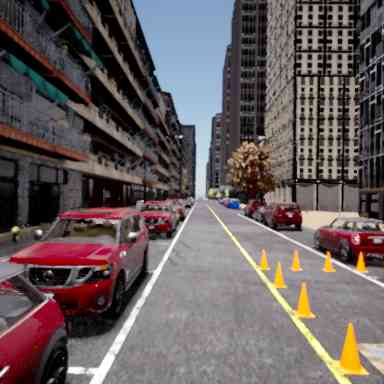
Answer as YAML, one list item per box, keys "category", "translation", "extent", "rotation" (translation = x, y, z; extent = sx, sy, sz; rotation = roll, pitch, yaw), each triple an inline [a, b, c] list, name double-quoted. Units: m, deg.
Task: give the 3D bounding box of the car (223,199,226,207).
- category: "car"
  translation: [7.537, 2.410, 64.074]
  extent: [1.802, 1.307, 4.206]
  rotation: [1, -1, 1]

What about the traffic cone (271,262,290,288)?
- category: "traffic cone"
  translation: [2.203, 2.079, 8.419]
  extent: [0.340, 0.580, 0.340]
  rotation: [1, -1, 1]

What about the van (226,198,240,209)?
- category: "van"
  translation: [7.405, 2.099, 58.414]
  extent: [1.690, 1.788, 3.998]
  rotation: [1, -1, 1]

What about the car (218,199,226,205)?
- category: "car"
  translation: [8.225, 2.758, 92.377]
  extent: [2.008, 1.369, 4.403]
  rotation: [1, -1, 1]

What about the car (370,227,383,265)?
- category: "car"
  translation: [6.158, 1.764, 7.461]
  extent: [1.947, 1.339, 4.313]
  rotation: [2, -1, 1]

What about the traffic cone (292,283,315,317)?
- category: "traffic cone"
  translation: [2.155, 2.060, 6.420]
  extent: [0.340, 0.580, 0.340]
  rotation: [1, -1, 1]

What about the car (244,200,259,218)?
- category: "car"
  translation: [6.854, 1.804, 35.769]
  extent: [2.192, 1.841, 5.009]
  rotation: [1, -1, 1]

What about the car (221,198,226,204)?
- category: "car"
  translation: [7.674, 2.481, 69.733]
  extent: [1.802, 1.307, 4.206]
  rotation: [1, -1, 1]

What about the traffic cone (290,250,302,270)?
- category: "traffic cone"
  translation: [3.251, 2.119, 10.393]
  extent: [0.340, 0.580, 0.340]
  rotation: [1, -1, 1]

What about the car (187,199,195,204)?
- category: "car"
  translation: [-0.288, 2.503, 86.923]
  extent: [2.008, 1.369, 4.403]
  rotation: [1, -1, 1]

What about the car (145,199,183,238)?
- category: "car"
  translation: [-1.935, 1.450, 18.991]
  extent: [2.192, 1.841, 5.009]
  rotation: [2, -1, 1]

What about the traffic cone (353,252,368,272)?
- category: "traffic cone"
  translation: [5.250, 2.161, 10.344]
  extent: [0.340, 0.580, 0.340]
  rotation: [1, -1, 1]

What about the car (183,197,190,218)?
- category: "car"
  translation: [-1.659, 1.568, 30.315]
  extent: [2.192, 1.841, 5.009]
  rotation: [1, -1, 1]

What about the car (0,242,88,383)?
- category: "car"
  translation: [-2.353, 1.410, 2.006]
  extent: [1.967, 1.590, 4.097]
  rotation: [2, 0, 1]

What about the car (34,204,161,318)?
- category: "car"
  translation: [-2.211, 1.339, 7.669]
  extent: [2.192, 1.841, 5.009]
  rotation: [2, -1, 1]

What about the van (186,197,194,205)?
- category: "van"
  translation: [-0.421, 2.214, 81.266]
  extent: [1.690, 1.788, 3.998]
  rotation: [1, -1, 1]

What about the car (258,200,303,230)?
- category: "car"
  translation: [6.579, 1.681, 24.447]
  extent: [2.192, 1.841, 5.009]
  rotation: [1, -1, 1]

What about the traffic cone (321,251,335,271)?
- category: "traffic cone"
  translation: [4.251, 2.140, 10.369]
  extent: [0.340, 0.580, 0.340]
  rotation: [1, -1, 1]

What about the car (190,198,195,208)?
- category: "car"
  translation: [-0.977, 2.150, 58.618]
  extent: [1.947, 1.339, 4.313]
  rotation: [1, -1, 1]

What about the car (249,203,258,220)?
- category: "car"
  translation: [6.710, 1.977, 30.107]
  extent: [2.008, 1.369, 4.403]
  rotation: [1, -1, 1]

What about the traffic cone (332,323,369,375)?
- category: "traffic cone"
  translation: [2.105, 2.041, 4.420]
  extent: [0.340, 0.580, 0.340]
  rotation: [1, -1, 1]

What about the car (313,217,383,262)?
- category: "car"
  translation: [6.299, 1.693, 13.123]
  extent: [1.967, 1.590, 4.097]
  rotation: [2, -1, 1]

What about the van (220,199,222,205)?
- category: "van"
  translation: [7.817, 2.312, 75.397]
  extent: [1.690, 1.788, 3.998]
  rotation: [1, -1, 1]

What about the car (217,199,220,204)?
- category: "car"
  translation: [8.087, 2.708, 86.716]
  extent: [1.802, 1.307, 4.206]
  rotation: [1, -1, 1]
